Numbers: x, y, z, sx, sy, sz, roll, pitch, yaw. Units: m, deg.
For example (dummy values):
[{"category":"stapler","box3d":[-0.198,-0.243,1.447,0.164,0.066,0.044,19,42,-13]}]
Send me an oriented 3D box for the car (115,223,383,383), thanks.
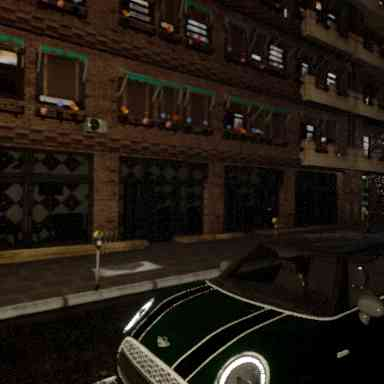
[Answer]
[{"category":"car","box3d":[1.416,1.338,4.070,4.553,1.767,2.097,0,0,-35]}]
